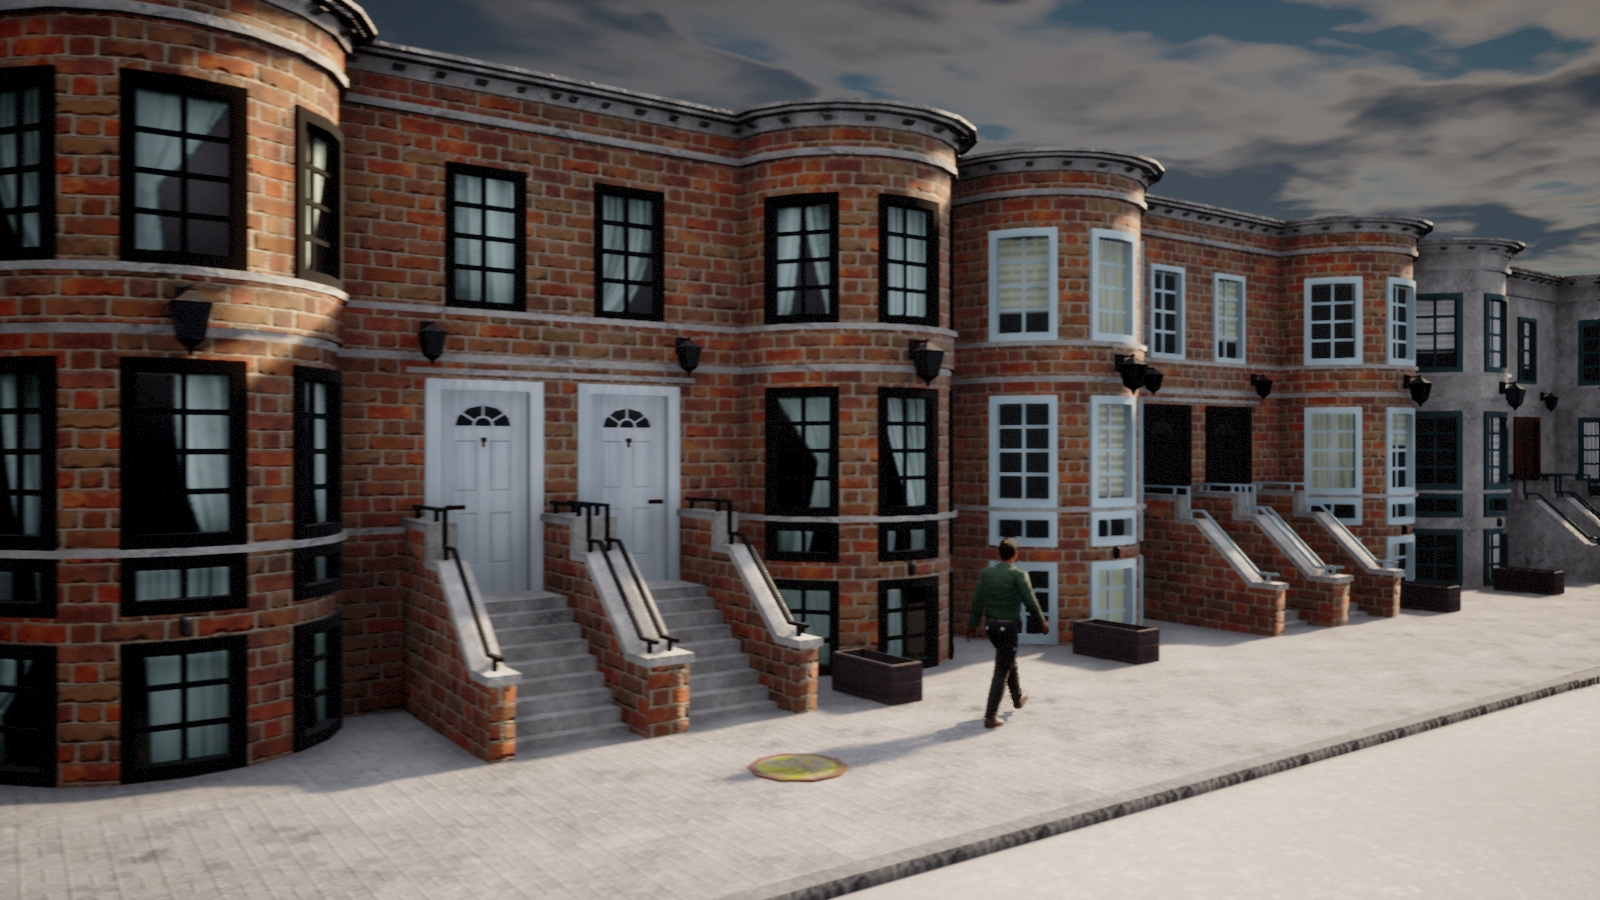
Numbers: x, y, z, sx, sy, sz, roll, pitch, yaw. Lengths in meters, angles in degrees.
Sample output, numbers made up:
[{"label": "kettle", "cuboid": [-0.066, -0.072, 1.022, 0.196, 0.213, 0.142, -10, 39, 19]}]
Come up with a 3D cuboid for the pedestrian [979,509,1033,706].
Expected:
[{"label": "pedestrian", "cuboid": [2.014, 1.519, 11.184, 0.375, 1.860, 0.375, 0, 0, 44]}]
